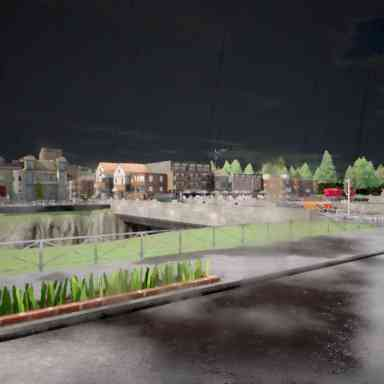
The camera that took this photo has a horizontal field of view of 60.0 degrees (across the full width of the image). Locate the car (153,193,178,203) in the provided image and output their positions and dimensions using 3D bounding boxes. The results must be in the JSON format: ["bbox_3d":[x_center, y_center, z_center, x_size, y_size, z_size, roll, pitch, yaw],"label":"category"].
[{"bbox_3d":[-4.451,1.224,55.319,2.150,2.045,5.566,0,0,-35],"label":"car"}]

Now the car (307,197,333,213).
[{"bbox_3d":[13.444,1.352,37.558,2.097,1.767,4.553,0,0,-36],"label":"car"}]

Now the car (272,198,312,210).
[{"bbox_3d":[10.011,1.564,35.133,1.994,1.385,4.181,0,0,-36],"label":"car"}]

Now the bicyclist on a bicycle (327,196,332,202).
[{"bbox_3d":[16.594,1.349,40.362,1.656,1.620,0.582,0,0,-36],"label":"bicyclist on a bicycle"}]
